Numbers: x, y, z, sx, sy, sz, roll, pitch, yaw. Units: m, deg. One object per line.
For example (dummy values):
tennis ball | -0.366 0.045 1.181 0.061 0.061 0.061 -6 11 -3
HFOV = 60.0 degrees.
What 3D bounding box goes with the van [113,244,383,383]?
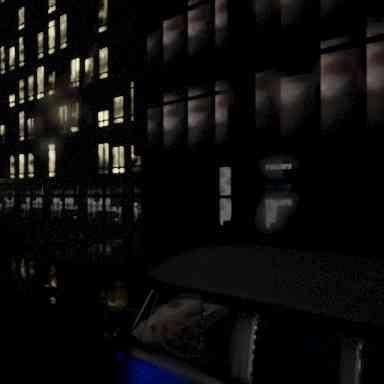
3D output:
van | 1.256 1.341 1.978 3.998 1.788 1.690 0 0 35
